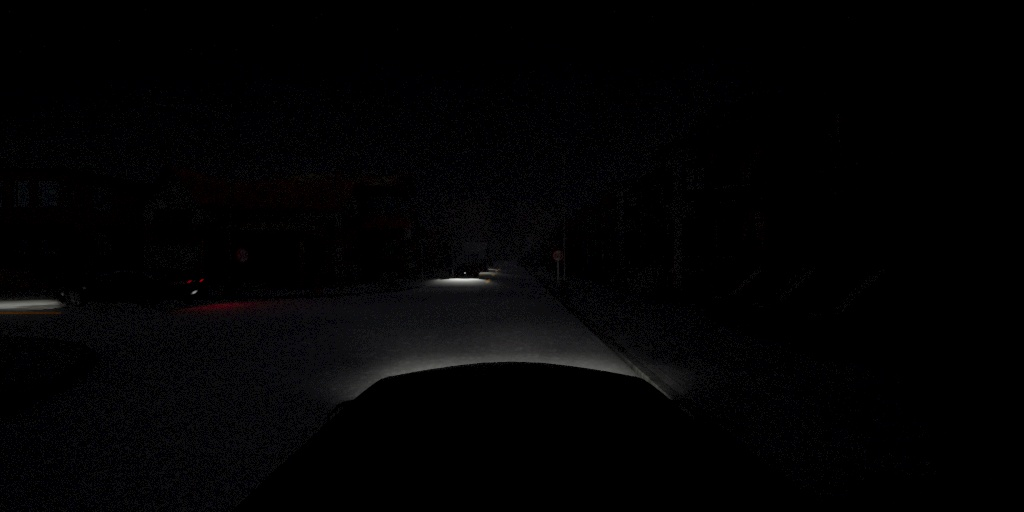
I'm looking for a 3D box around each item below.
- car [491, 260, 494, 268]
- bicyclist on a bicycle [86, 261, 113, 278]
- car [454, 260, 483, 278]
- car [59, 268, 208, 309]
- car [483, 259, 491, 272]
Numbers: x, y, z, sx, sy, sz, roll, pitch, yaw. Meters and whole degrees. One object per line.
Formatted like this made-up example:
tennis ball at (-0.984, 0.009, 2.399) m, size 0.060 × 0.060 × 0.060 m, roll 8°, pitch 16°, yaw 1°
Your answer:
car at (-4.081, 1.224, 61.571) m, size 2.128 × 1.511 × 4.902 m, roll 0°, pitch 0°, yaw 0°
bicyclist on a bicycle at (-21.605, 1.099, 18.841) m, size 0.582 × 1.620 × 1.656 m, roll 0°, pitch 0°, yaw 0°
car at (-4.150, 1.314, 33.575) m, size 1.994 × 1.385 × 4.181 m, roll 0°, pitch 0°, yaw 0°
car at (-15.117, 1.241, 14.427) m, size 4.902 × 1.511 × 2.128 m, roll 0°, pitch 0°, yaw 2°
car at (-4.156, 1.228, 46.137) m, size 1.882 × 1.535 × 5.008 m, roll 0°, pitch 0°, yaw 0°
